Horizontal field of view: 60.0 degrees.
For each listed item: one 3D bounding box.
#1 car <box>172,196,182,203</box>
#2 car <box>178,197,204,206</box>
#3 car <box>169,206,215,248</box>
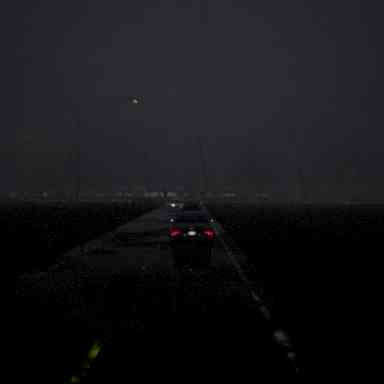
[{"bbox_3d":[-2.750,1.443,64.651,1.882,1.535,5.008,0,0,0],"label":"car"},{"bbox_3d":[0.000,1.502,29.650,1.837,1.490,4.892,0,0,0],"label":"car"},{"bbox_3d":[0.000,1.558,14.651,2.033,1.411,5.357,0,0,0],"label":"car"}]
